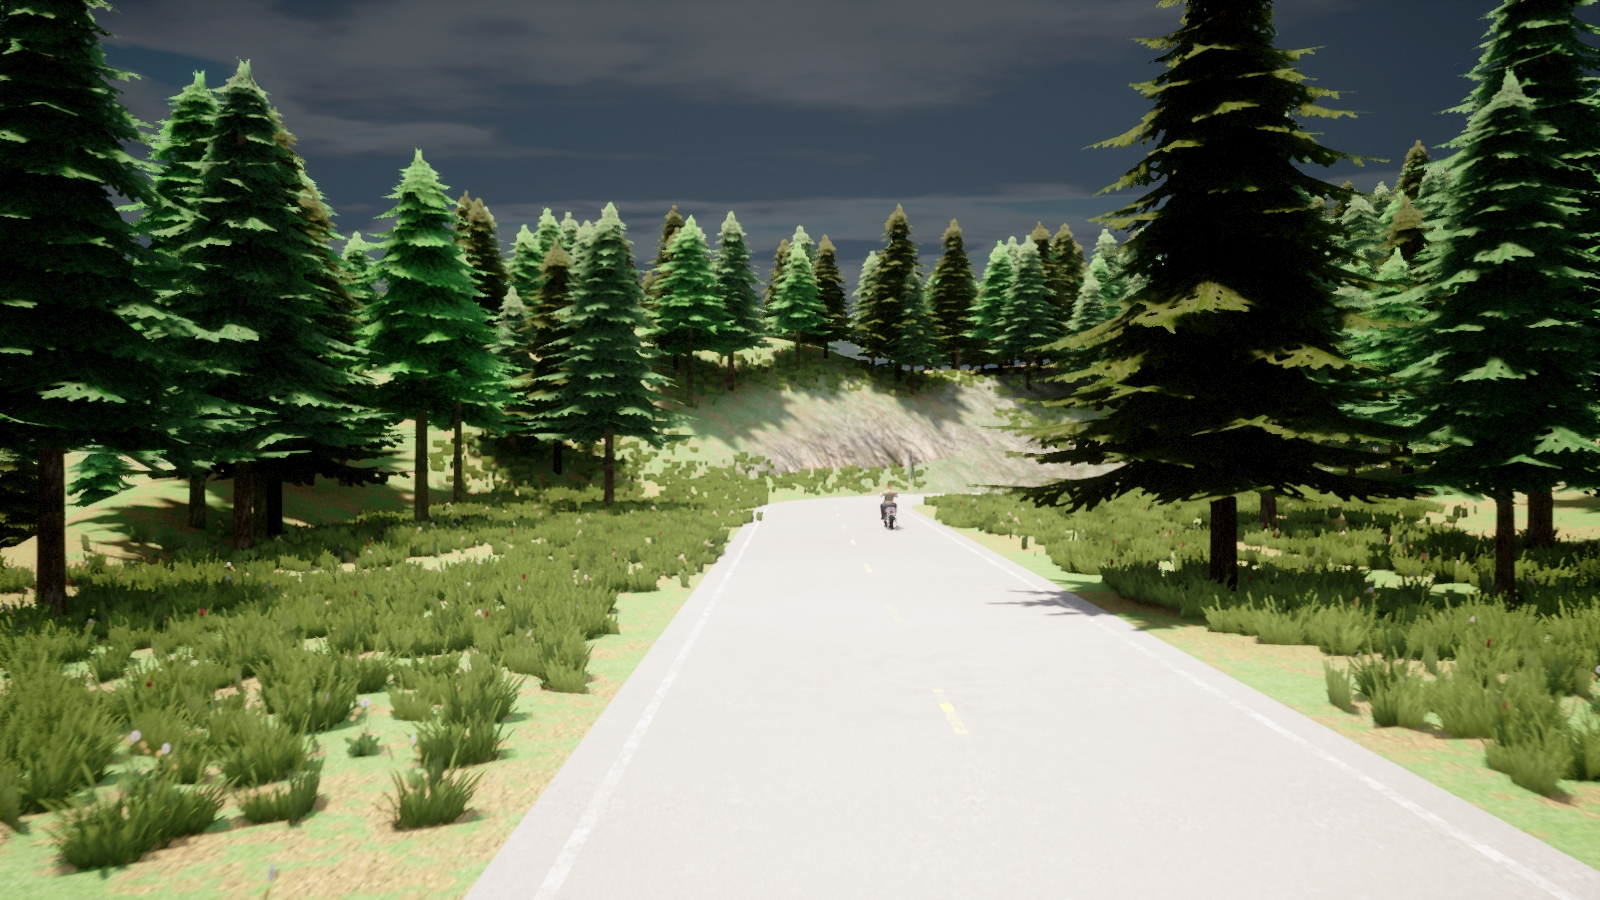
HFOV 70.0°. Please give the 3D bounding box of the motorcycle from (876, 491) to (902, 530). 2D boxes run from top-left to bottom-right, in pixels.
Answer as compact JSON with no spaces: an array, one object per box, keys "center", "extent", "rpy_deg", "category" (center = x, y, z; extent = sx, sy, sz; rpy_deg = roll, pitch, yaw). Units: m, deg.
[{"center":[3.195,2.152,41.184],"extent":[0.764,1.277,2.356],"rpy_deg":[0,0,0],"category":"motorcycle"}]
